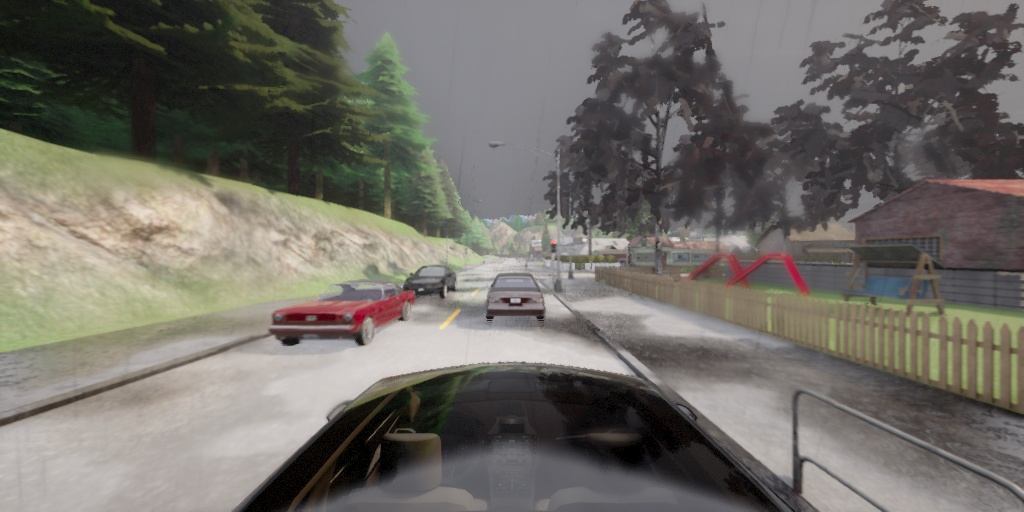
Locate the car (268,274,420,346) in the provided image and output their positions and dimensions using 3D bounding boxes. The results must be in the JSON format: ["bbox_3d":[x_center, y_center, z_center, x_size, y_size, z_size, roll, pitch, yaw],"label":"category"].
[{"bbox_3d":[-4.095,1.342,9.528,1.895,1.301,4.718,0,0,0],"label":"car"}]

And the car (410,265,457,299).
[{"bbox_3d":[-4.007,1.209,18.340,1.882,1.535,5.008,0,0,0],"label":"car"}]

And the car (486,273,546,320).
[{"bbox_3d":[0.097,1.285,12.472,2.033,1.411,5.357,0,0,0],"label":"car"}]
